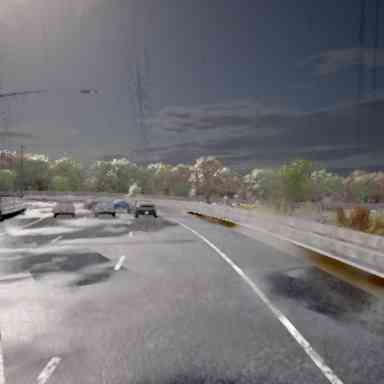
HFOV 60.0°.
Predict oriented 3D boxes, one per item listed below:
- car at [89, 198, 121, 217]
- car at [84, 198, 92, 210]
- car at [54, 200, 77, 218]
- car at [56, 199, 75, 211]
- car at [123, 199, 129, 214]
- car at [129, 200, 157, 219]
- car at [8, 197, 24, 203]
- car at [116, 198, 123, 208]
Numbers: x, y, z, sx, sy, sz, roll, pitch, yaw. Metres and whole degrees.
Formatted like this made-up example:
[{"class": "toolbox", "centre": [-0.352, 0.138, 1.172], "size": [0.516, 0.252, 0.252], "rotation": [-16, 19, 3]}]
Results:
[{"class": "car", "centre": [-8.340, 1.601, 31.649], "size": [2.033, 1.411, 5.357], "rotation": [0, 0, -19]}, {"class": "car", "centre": [-13.233, 1.592, 44.521], "size": [1.837, 1.490, 4.892], "rotation": [0, 0, -24]}, {"class": "car", "centre": [-11.854, 1.624, 31.126], "size": [2.033, 1.411, 5.357], "rotation": [0, 0, -19]}, {"class": "car", "centre": [-16.582, 1.672, 43.441], "size": [1.994, 1.385, 4.181], "rotation": [0, 0, -24]}, {"class": "car", "centre": [-5.576, 1.610, 34.474], "size": [1.994, 1.385, 4.181], "rotation": [0, 1, -20]}, {"class": "car", "centre": [-4.321, 1.524, 29.955], "size": [1.837, 1.490, 4.892], "rotation": [0, -2, -14]}, {"class": "car", "centre": [-41.119, 1.805, 77.629], "size": [5.357, 1.411, 2.033], "rotation": [0, 0, 41]}, {"class": "car", "centre": [-10.176, 1.591, 46.250], "size": [1.812, 1.442, 4.674], "rotation": [0, 0, -24]}]
